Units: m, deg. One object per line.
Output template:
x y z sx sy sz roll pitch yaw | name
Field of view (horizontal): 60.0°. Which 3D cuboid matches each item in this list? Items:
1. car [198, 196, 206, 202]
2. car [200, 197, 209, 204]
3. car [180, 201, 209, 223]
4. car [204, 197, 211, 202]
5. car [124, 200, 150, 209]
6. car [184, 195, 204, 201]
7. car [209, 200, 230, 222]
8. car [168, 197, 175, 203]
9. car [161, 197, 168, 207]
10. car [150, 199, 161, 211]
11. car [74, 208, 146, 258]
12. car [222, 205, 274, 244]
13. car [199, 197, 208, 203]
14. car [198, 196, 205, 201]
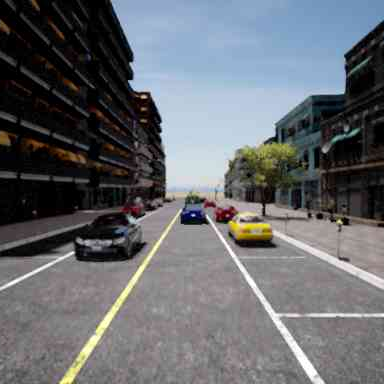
2.672 1.927 89.797 1.887 1.381 4.507 -1 0 0 | car
2.674 1.874 72.765 1.947 1.339 4.313 -1 0 0 | car
0.097 1.674 26.528 1.994 1.385 4.181 0 0 0 | car
2.676 1.792 50.055 1.802 1.307 4.206 -1 0 0 | car
-5.703 1.683 33.051 1.887 1.381 4.507 -1 0 0 | car
0.097 1.414 45.645 2.150 2.045 5.566 0 0 0 | car
2.678 1.658 27.346 1.887 1.381 4.507 -1 0 0 | car
-5.708 1.899 78.470 1.947 1.339 4.313 -1 0 0 | car
-5.705 1.785 55.760 2.008 1.369 4.403 -1 0 0 | car
-5.704 1.752 44.406 1.947 1.339 4.313 -1 0 0 | car
-3.086 1.580 13.118 1.812 1.442 4.674 0 0 0 | car
2.679 1.592 16.161 1.752 1.417 4.829 -1 0 0 | car
2.673 1.883 78.442 2.008 1.369 4.403 -1 0 0 | car
2.671 1.933 95.644 1.752 1.417 4.829 -1 0 0 | car
